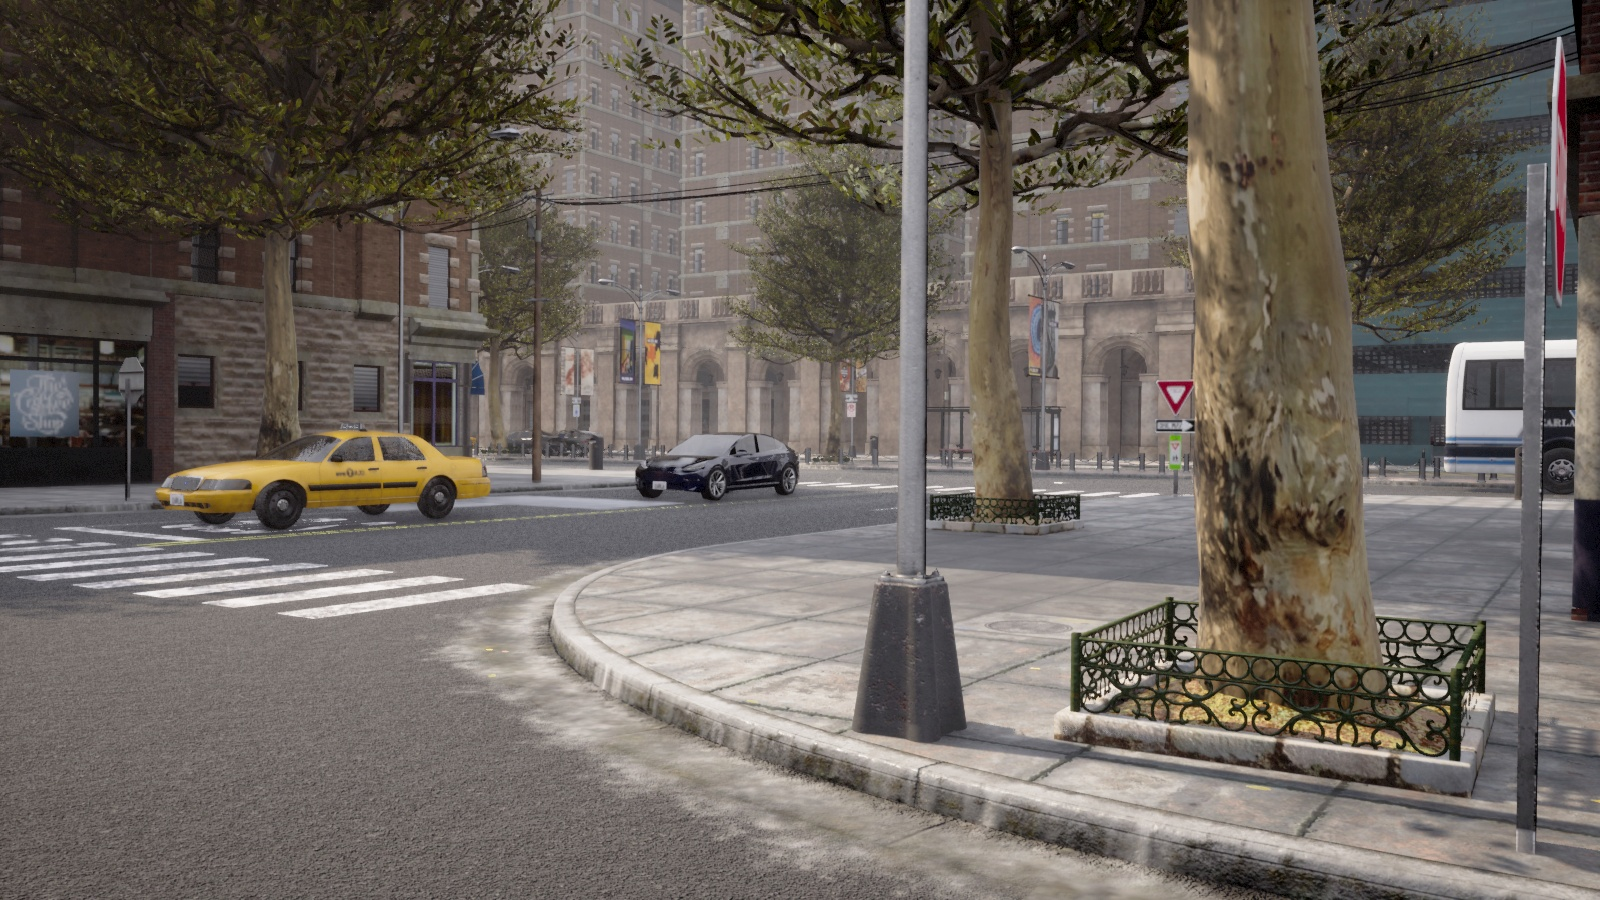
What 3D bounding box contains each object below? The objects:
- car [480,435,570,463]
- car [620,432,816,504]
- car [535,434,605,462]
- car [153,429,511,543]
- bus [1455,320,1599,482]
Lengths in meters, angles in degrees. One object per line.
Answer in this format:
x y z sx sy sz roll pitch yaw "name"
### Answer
-15.016 -0.063 68.481 4.892 1.490 1.837 0 1 33 "car"
-1.765 0.353 28.873 2.163 1.488 4.792 0 1 30 "car"
-13.080 -0.146 71.395 3.705 1.549 1.789 0 1 33 "car"
-7.281 0.460 20.214 1.801 1.575 5.366 0 1 33 "car"
23.491 -1.316 33.571 10.273 4.253 3.944 0 1 33 "bus"
